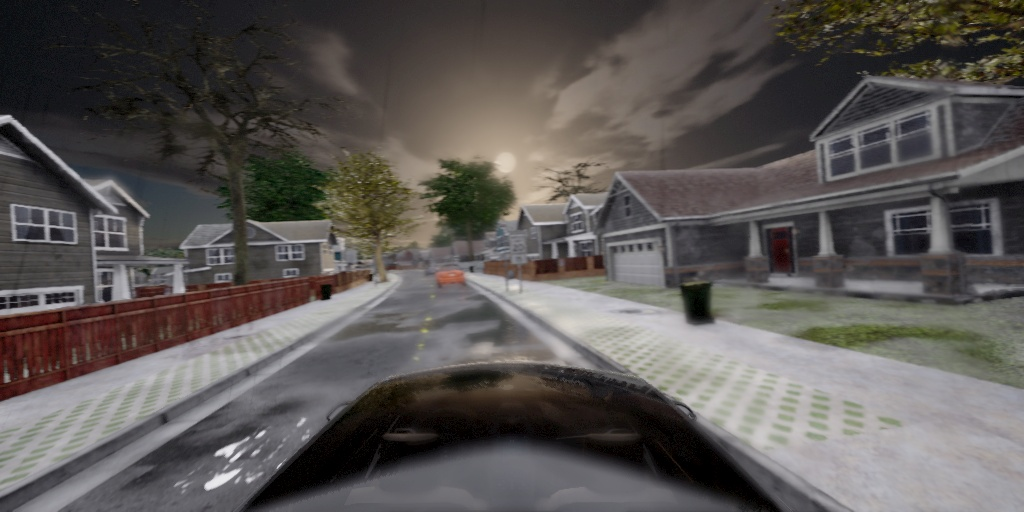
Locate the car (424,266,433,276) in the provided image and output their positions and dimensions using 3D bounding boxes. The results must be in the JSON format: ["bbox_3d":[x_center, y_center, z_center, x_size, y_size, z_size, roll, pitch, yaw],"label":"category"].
[{"bbox_3d":[-11.890,2.211,53.342,1.994,1.385,4.181,-4,0,-17],"label":"car"}]

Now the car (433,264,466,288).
[{"bbox_3d":[-4.952,1.466,28.632,2.097,1.767,4.553,-4,0,-13],"label":"car"}]
